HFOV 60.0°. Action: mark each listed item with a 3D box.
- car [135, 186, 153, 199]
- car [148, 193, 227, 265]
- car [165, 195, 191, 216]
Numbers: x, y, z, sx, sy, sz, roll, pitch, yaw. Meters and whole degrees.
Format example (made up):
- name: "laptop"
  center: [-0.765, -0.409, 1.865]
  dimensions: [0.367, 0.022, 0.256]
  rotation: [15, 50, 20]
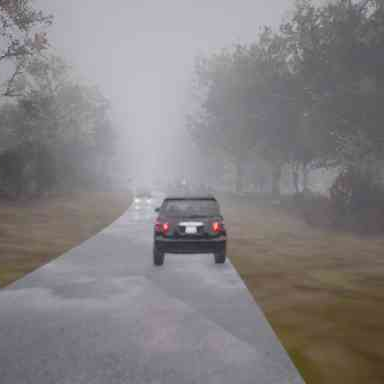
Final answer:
- name: "car"
  center: [-6.267, 0.055, 43.350]
  dimensions: [1.837, 1.490, 4.892]
  rotation: [1, 3, -9]
- name: "car"
  center: [-0.145, 1.120, 11.609]
  dimensions: [2.150, 2.045, 5.566]
  rotation: [0, 0, -3]
- name: "car"
  center: [-1.256, 1.044, 27.572]
  dimensions: [1.895, 1.301, 4.718]
  rotation: [1, 2, -5]
